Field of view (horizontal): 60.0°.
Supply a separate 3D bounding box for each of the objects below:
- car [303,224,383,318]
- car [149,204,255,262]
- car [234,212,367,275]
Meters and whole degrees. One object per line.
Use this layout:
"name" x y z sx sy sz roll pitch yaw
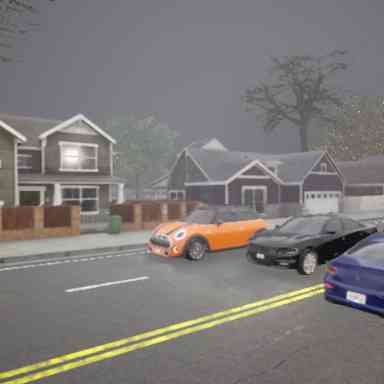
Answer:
"car" 4.490 1.503 6.639 4.674 1.442 1.812 0 0 -36
"car" 0.708 1.329 12.175 4.553 1.767 2.097 0 0 -36
"car" 3.887 1.444 10.449 5.008 1.535 1.882 0 0 -35
